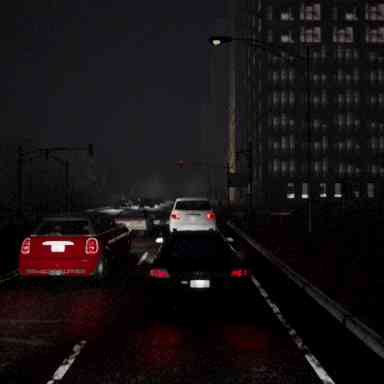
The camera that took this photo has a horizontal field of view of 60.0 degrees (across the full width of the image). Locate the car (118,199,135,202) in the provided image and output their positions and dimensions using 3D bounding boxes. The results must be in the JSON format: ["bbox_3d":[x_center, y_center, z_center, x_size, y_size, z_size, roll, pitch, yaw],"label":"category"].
[{"bbox_3d":[-10.020,1.739,48.658,1.895,1.301,4.718,0,0,0],"label":"car"}]

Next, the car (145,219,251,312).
[{"bbox_3d":[0.086,1.569,7.802,1.994,1.385,4.181,0,0,-2],"label":"car"}]

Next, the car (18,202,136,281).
[{"bbox_3d":[-3.186,1.359,10.008,2.097,1.767,4.553,0,0,0],"label":"car"}]

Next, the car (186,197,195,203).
[{"bbox_3d":[-0.291,1.867,78.929,2.033,1.411,5.357,0,0,0],"label":"car"}]

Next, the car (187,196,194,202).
[{"bbox_3d":[-0.329,1.774,89.351,1.882,1.535,5.008,0,-1,0],"label":"car"}]

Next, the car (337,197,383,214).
[{"bbox_3d":[16.209,1.367,30.126,4.829,1.417,1.752,0,-1,-1],"label":"car"}]

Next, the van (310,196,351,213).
[{"bbox_3d":[15.797,1.430,38.146,3.998,1.788,1.690,0,-1,-1],"label":"van"}]

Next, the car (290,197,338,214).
[{"bbox_3d":[13.325,1.570,35.498,5.357,1.411,2.033,0,-2,-1],"label":"car"}]

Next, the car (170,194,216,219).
[{"bbox_3d":[0.037,1.242,17.217,2.150,2.045,5.566,0,0,0],"label":"car"}]

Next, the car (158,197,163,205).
[{"bbox_3d":[-6.784,1.799,59.730,1.895,1.301,4.718,0,0,0],"label":"car"}]

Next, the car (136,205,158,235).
[{"bbox_3d":[-3.224,1.625,18.903,1.895,1.301,4.718,0,0,-1],"label":"car"}]

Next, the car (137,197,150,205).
[{"bbox_3d":[-10.004,1.784,69.066,2.128,1.511,4.902,0,0,0],"label":"car"}]

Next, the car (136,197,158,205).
[{"bbox_3d":[-6.772,1.652,50.474,1.837,1.490,4.892,0,0,0],"label":"car"}]

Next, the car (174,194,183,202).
[{"bbox_3d":[-3.579,1.521,89.372,2.150,2.045,5.566,0,-1,0],"label":"car"}]

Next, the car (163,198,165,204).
[{"bbox_3d":[-6.758,1.792,70.200,2.128,1.511,4.902,0,0,0],"label":"car"}]

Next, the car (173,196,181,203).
[{"bbox_3d":[-3.541,1.805,78.918,1.882,1.535,5.008,0,0,0],"label":"car"}]
